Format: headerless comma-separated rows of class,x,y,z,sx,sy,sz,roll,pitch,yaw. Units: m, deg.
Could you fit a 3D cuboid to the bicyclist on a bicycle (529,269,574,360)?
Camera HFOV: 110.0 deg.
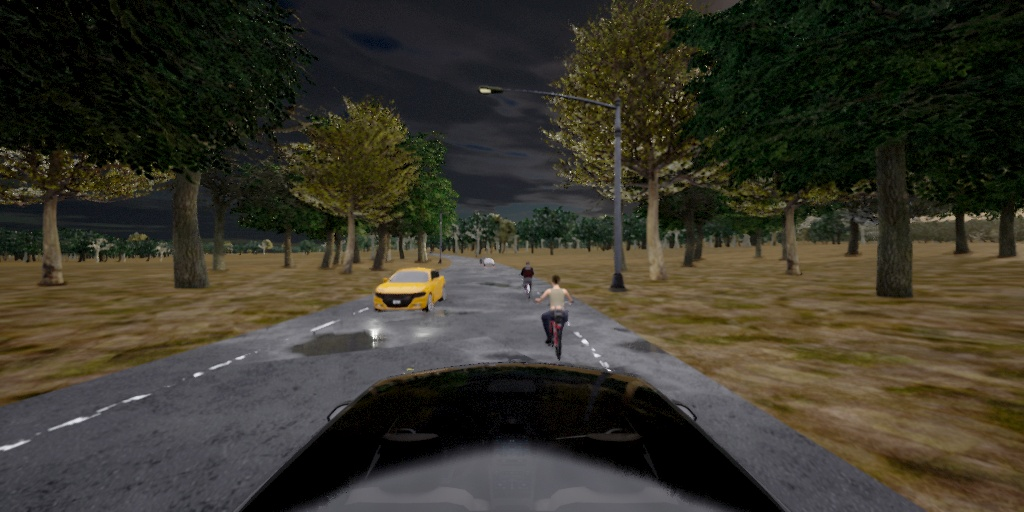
bicyclist on a bicycle,0.887,1.180,7.380,0.866,1.612,1.509,0,1,-1

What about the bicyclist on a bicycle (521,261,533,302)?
bicyclist on a bicycle,0.689,1.101,16.065,0.659,1.776,1.843,0,0,-2

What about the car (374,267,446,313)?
car,-3.823,1.209,14.149,1.882,1.535,5.008,0,0,-2

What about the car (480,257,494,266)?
car,-4.231,1.010,64.819,1.812,1.442,4.674,0,0,-7
